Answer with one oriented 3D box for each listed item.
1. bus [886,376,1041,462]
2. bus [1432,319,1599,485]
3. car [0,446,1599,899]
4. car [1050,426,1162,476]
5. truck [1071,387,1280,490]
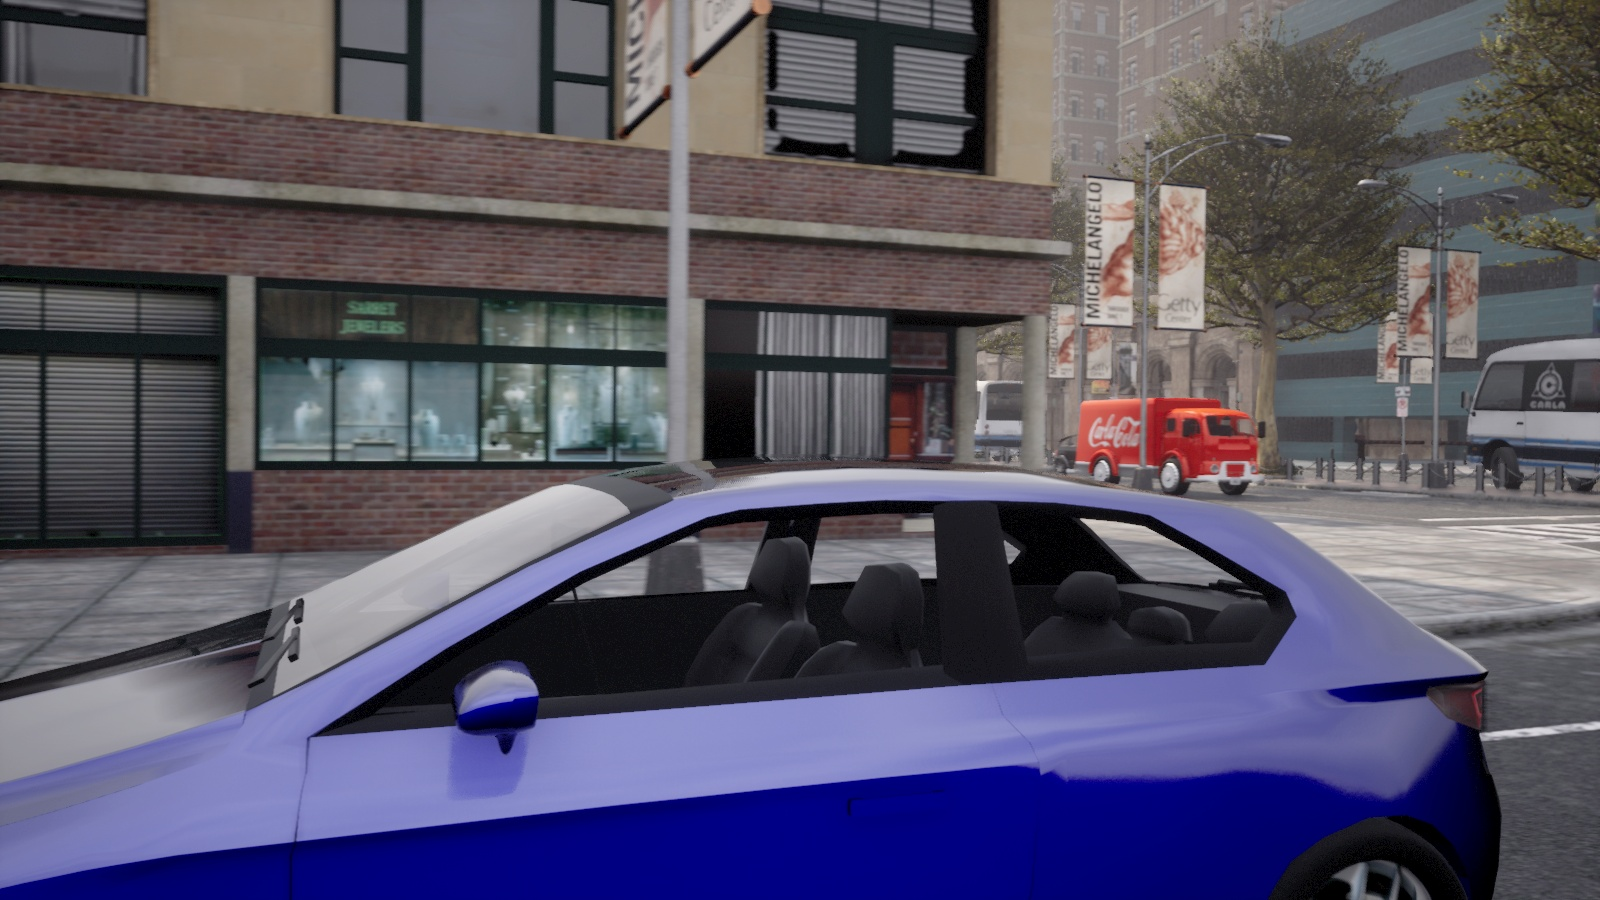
[{"bbox_3d":[8.555,-1.758,67.636,3.944,4.253,10.273,-1,3,-20],"label":"bus"},{"bbox_3d":[22.231,-1.347,33.297,3.944,4.253,10.273,-3,3,-14],"label":"bus"},{"bbox_3d":[-0.318,0.765,3.119,4.193,1.474,1.816,-1,1,-21],"label":"car"},{"bbox_3d":[10.081,0.000,41.645,1.789,1.549,3.705,-1,1,-21],"label":"car"},{"bbox_3d":[9.705,-0.322,32.987,2.627,2.467,5.204,-1,1,-21],"label":"truck"}]
